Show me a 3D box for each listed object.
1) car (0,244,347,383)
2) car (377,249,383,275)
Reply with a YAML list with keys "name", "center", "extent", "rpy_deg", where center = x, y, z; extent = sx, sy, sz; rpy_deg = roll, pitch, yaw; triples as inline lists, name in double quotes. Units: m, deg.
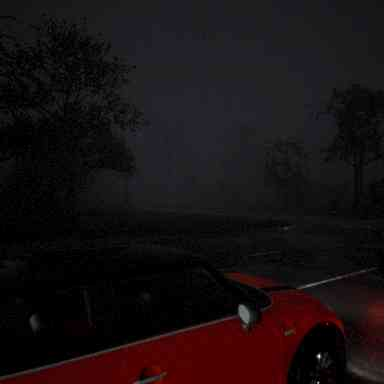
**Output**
- name: "car"
  center: [-0.418, 1.352, 3.421]
  extent: [4.553, 1.767, 2.097]
  rpy_deg: [0, 0, -35]
- name: "car"
  center: [6.788, 1.601, 8.550]
  extent: [4.718, 1.301, 1.895]
  rpy_deg: [0, 0, -36]
